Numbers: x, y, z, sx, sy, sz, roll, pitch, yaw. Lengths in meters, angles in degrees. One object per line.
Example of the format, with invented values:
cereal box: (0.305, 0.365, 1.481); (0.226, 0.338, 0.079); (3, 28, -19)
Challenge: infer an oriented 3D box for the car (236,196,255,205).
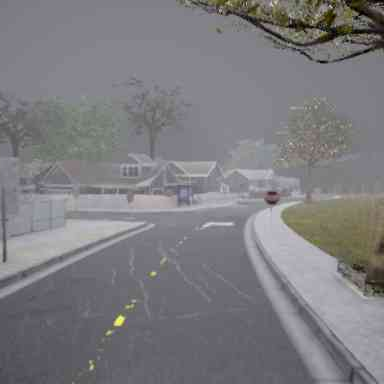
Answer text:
car: (8.420, 1.320, 52.287); (1.895, 1.301, 4.718); (1, 1, 27)
